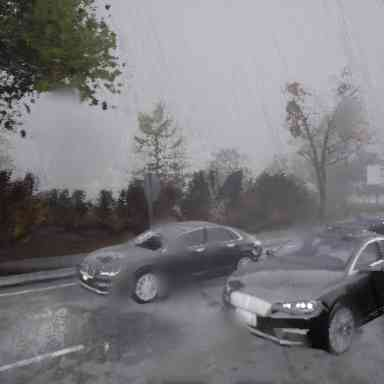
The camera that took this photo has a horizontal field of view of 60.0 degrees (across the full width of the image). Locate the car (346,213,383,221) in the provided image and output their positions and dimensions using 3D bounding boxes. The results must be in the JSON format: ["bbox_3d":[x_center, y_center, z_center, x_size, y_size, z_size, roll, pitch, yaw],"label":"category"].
[{"bbox_3d":[8.036,1.661,15.331,4.718,1.301,1.895,0,0,-42],"label":"car"}]

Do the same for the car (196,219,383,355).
[{"bbox_3d":[2.680,1.513,6.244,4.902,1.511,2.128,0,0,-39],"label":"car"}]

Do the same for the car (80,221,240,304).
[{"bbox_3d":[-0.286,1.538,8.366,4.892,1.490,1.837,1,-1,-38],"label":"car"}]
